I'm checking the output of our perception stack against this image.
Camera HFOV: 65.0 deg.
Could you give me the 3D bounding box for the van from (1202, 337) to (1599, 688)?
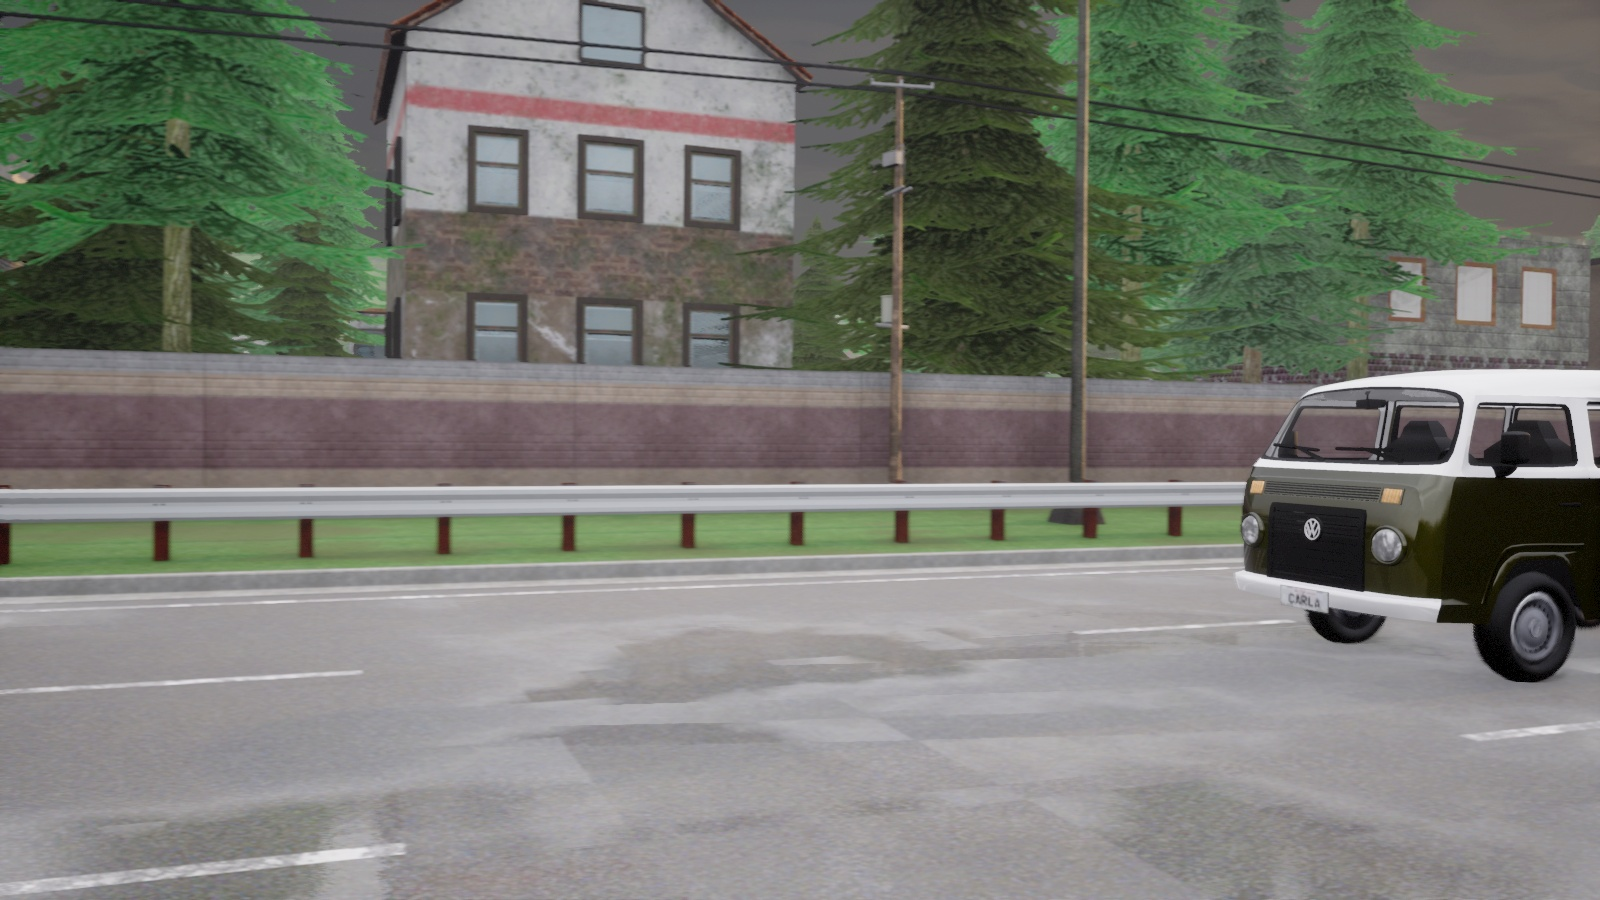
[{"bbox_3d":[5.419,0.316,9.036,4.480,2.038,2.069,-1,1,-21],"label":"van"}]
